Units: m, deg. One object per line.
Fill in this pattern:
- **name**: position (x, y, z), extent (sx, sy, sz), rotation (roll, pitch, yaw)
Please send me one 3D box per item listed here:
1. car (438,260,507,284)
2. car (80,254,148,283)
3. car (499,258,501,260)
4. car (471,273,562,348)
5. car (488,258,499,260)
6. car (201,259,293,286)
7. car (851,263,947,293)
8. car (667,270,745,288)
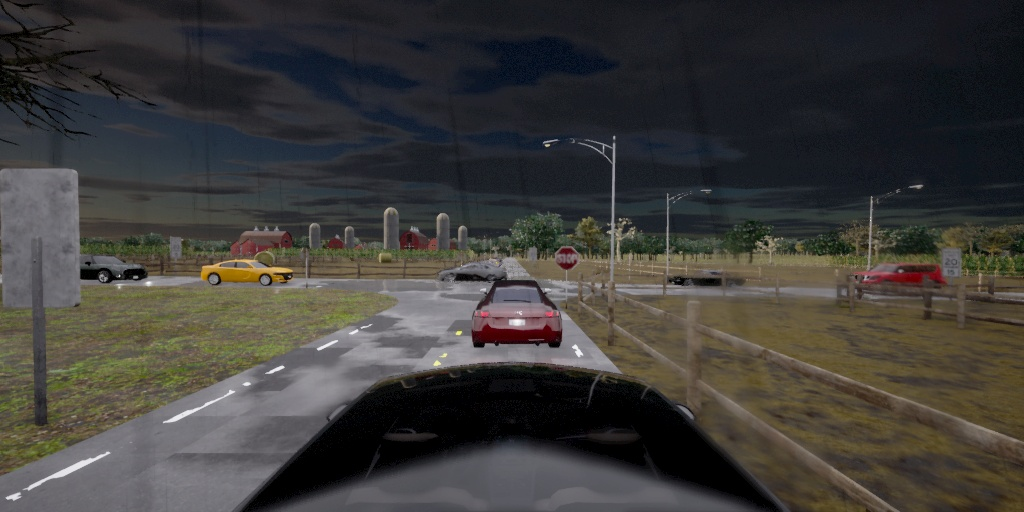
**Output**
- **car**: position (-2.760, 1.224, 25.337), extent (4.902, 1.511, 2.128), rotation (1, 0, 0)
- **car**: position (-25.575, 0.702, 22.229), extent (4.553, 1.767, 2.097), rotation (1, 1, 0)
- **car**: position (-2.847, 1.181, 49.277), extent (1.882, 1.535, 5.008), rotation (0, 0, 0)
- **car**: position (0.098, 1.311, 9.250), extent (1.994, 1.385, 4.181), rotation (0, 0, 0)
- **car**: position (-2.814, 1.210, 39.880), extent (2.128, 1.511, 4.902), rotation (0, 0, -1)
- **car**: position (-16.329, 0.979, 22.283), extent (5.008, 1.535, 1.882), rotation (1, 1, 0)
- **car**: position (27.283, 1.532, 25.493), extent (5.566, 2.045, 2.150), rotation (1, 1, -1)
- **car**: position (13.640, 1.614, 25.414), extent (4.718, 1.301, 1.895), rotation (1, 1, 0)
